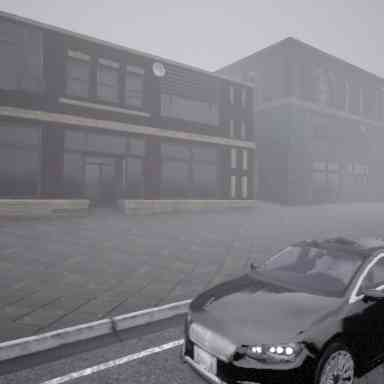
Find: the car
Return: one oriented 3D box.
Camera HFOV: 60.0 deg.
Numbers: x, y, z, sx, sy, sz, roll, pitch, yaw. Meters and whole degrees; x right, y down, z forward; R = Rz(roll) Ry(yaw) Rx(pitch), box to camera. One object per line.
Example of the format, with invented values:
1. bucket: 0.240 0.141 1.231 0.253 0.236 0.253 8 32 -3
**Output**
1. car: 2.126 1.485 4.908 4.902 1.511 2.128 0 0 -36
